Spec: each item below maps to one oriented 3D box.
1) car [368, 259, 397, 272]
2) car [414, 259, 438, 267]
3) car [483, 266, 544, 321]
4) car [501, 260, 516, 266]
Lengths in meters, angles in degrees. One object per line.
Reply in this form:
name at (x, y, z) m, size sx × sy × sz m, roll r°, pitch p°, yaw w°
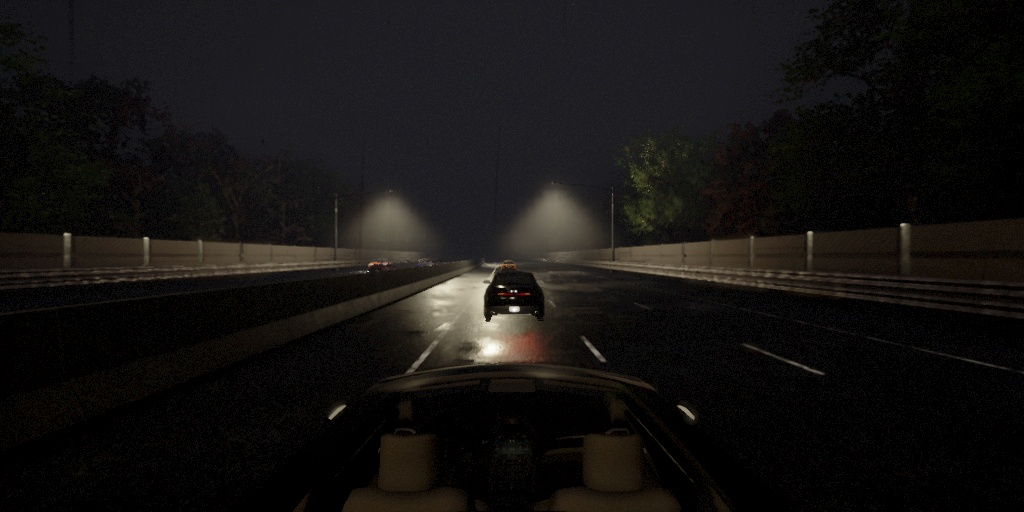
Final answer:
car at (-14.540, 1.325, 40.579) m, size 1.994 × 1.385 × 4.181 m, roll 0°, pitch 0°, yaw -1°
car at (-11.166, 1.364, 46.042) m, size 1.895 × 1.301 × 4.718 m, roll 0°, pitch 0°, yaw -1°
car at (0.053, 1.258, 12.571) m, size 1.837 × 1.490 × 4.892 m, roll 0°, pitch 0°, yaw 0°
car at (-0.425, 1.220, 43.872) m, size 1.801 × 1.575 × 5.366 m, roll 0°, pitch 0°, yaw -1°
